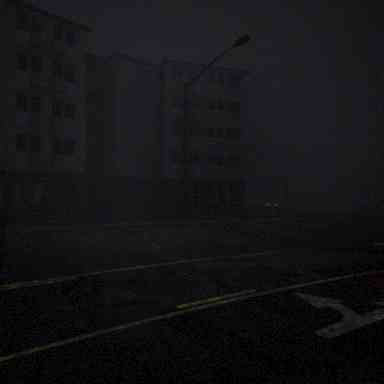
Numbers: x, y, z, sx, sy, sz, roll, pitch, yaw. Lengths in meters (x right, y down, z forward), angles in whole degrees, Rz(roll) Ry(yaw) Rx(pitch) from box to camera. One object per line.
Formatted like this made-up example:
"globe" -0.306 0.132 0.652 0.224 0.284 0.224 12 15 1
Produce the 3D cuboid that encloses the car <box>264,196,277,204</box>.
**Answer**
"car" 16.183 1.540 68.479 2.097 1.767 4.553 1 0 3
